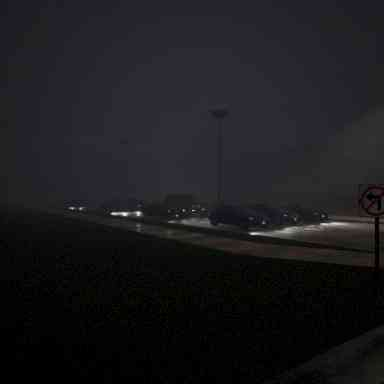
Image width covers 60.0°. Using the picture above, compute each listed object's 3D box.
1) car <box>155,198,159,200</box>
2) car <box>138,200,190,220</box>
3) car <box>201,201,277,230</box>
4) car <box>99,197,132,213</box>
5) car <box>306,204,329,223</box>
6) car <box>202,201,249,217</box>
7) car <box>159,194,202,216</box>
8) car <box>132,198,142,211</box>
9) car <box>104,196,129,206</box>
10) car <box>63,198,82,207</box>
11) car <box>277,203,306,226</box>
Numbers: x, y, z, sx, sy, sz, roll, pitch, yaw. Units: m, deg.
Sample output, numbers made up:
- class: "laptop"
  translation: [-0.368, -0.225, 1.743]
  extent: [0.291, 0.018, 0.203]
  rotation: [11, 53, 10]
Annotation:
- class: "car"
  translation: [-3.413, 1.478, 41.870]
  extent: [1.882, 1.535, 5.008]
  rotation: [0, 0, -36]
- class: "car"
  translation: [-2.515, 1.601, 28.722]
  extent: [1.895, 1.301, 4.718]
  rotation: [0, 0, -36]
- class: "car"
  translation: [2.872, 1.526, 21.377]
  extent: [1.812, 1.442, 4.674]
  rotation: [0, 0, -35]
- class: "car"
  translation: [-8.894, 1.564, 37.505]
  extent: [1.994, 1.385, 4.181]
  rotation: [0, 0, -36]
- class: "car"
  translation: [8.344, 1.564, 25.715]
  extent: [1.994, 1.385, 4.181]
  rotation: [0, 0, -36]
- class: "car"
  translation: [3.196, 1.601, 32.772]
  extent: [1.895, 1.301, 4.718]
  rotation: [0, 0, -36]
- class: "car"
  translation: [-0.621, 1.223, 32.066]
  extent: [2.150, 2.045, 5.566]
  rotation: [0, 0, -36]
- class: "car"
  translation: [-6.898, 1.505, 40.720]
  extent: [1.837, 1.490, 4.892]
  rotation: [0, 0, -36]
- class: "car"
  translation: [-12.474, 1.458, 54.594]
  extent: [2.033, 1.411, 5.357]
  rotation: [0, 0, -36]
- class: "car"
  translation: [-18.134, 1.576, 50.475]
  extent: [1.994, 1.385, 4.181]
  rotation: [0, 0, -36]
- class: "car"
  translation: [5.438, 1.526, 23.795]
  extent: [1.812, 1.442, 4.674]
  rotation: [0, 0, -37]
